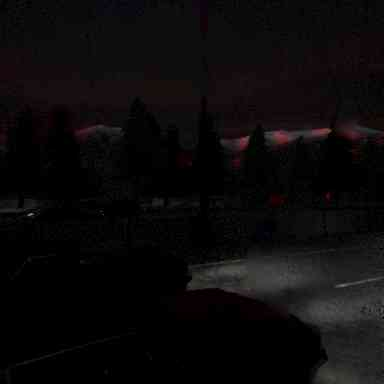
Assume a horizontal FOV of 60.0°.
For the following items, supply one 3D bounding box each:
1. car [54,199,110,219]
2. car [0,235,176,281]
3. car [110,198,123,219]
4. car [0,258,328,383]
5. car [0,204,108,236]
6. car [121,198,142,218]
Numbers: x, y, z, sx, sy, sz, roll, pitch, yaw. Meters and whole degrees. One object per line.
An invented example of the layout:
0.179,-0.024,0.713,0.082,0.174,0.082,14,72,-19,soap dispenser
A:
-7.534,1.307,19.537,4.553,1.767,2.097,0,0,-31,car
-2.365,1.586,6.194,4.718,1.301,1.895,0,0,-34,car
-7.803,1.427,23.473,5.008,1.535,1.882,0,0,-29,car
-0.922,1.593,2.960,4.718,1.301,1.895,0,0,-34,car
-6.747,1.487,15.967,4.674,1.442,1.812,0,0,-32,car
-6.624,1.298,28.068,4.553,1.767,2.097,0,0,-28,car
